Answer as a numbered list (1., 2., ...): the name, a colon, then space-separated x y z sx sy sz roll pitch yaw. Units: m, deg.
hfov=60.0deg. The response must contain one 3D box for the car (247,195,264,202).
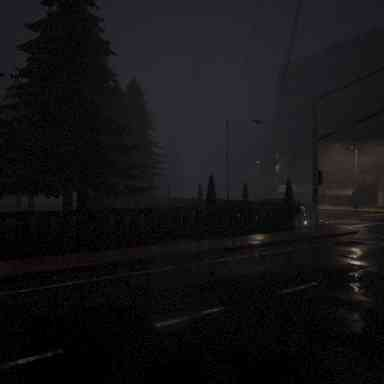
1. car: 14.868 1.469 77.593 1.812 1.442 4.674 0 0 40

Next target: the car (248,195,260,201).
1. car: 8.113 1.422 33.953 1.882 1.535 5.008 0 0 -32

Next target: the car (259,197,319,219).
1. car: 8.150 1.297 27.497 2.097 1.767 4.553 0 0 -33

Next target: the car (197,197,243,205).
1. car: 3.048 1.491 35.493 2.033 1.411 5.357 0 0 -30

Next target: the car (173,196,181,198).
1. car: -2.557 1.470 56.207 1.812 1.442 4.674 0 0 0

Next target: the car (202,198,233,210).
1. car: 3.216 1.492 43.083 2.033 1.411 5.357 0 0 -20

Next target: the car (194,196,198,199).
1. car: 1.086 1.436 53.609 2.128 1.511 4.902 0 0 -4
